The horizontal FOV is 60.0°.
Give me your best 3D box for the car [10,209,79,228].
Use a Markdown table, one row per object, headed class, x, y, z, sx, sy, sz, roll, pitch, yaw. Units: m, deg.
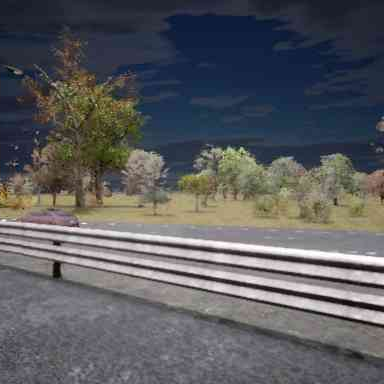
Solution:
| class | x | y | z | sx | sy | sz | roll | pitch | yaw |
| --- | --- | --- | --- | --- | --- | --- | --- | --- | --- |
| car | -9.118 | 1.744 | 20.539 | 4.181 | 1.385 | 1.994 | 0 | 0 | 18 |
